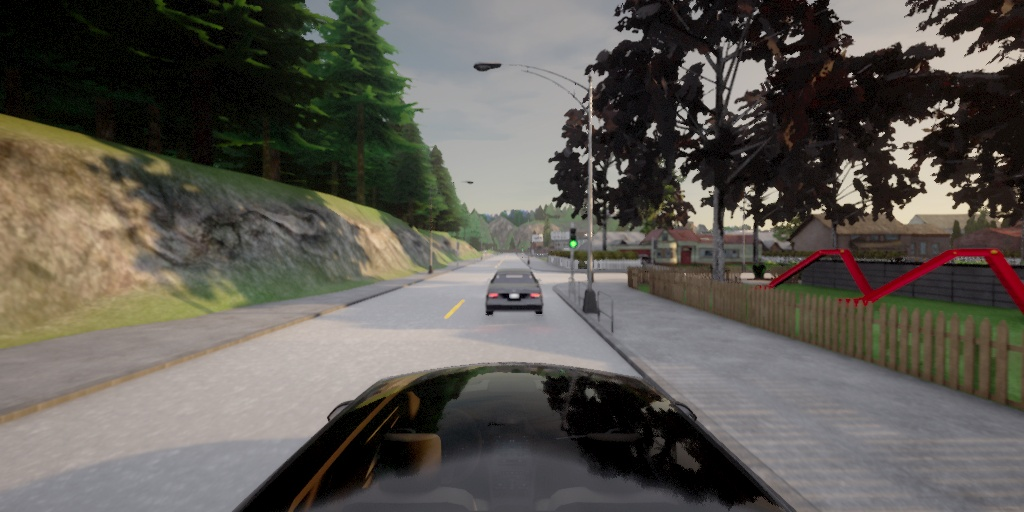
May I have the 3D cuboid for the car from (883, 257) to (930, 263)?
[{"bbox_3d":[33.625,0.841,30.739,4.892,1.490,1.837,0,1,0],"label":"car"}]

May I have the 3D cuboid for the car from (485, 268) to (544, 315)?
[{"bbox_3d":[0.077,1.141,12.648,2.033,1.411,5.357,0,1,0],"label":"car"}]
